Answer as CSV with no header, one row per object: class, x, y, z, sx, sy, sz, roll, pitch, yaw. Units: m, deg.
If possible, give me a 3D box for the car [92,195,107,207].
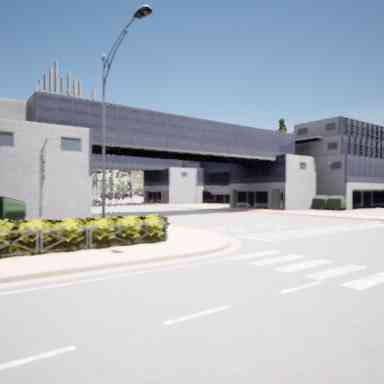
car,-14.981,1.583,50.403,1.994,1.385,4.181,0,0,-35
